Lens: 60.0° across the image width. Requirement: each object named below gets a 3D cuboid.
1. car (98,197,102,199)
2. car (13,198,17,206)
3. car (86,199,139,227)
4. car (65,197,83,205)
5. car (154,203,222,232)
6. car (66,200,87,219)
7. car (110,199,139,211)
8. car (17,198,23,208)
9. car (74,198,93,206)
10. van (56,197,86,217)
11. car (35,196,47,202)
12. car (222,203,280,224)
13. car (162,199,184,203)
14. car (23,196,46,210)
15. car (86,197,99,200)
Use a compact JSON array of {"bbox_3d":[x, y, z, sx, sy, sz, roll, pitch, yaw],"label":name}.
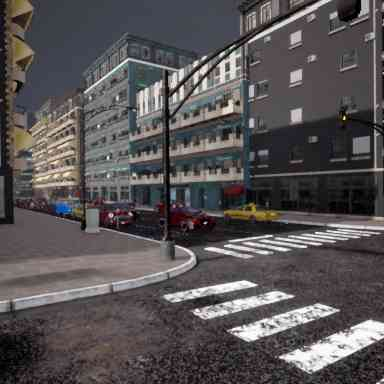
[{"bbox_3d":[-15.048,1.502,51.357,1.967,1.590,4.097,-1,1,-36],"label":"car"},{"bbox_3d":[-31.513,1.782,60.003,1.887,1.381,4.507,-1,1,-36],"label":"car"},{"bbox_3d":[-5.791,1.553,23.968,1.967,1.590,4.097,-1,1,-36],"label":"car"},{"bbox_3d":[-21.477,1.645,60.366,2.008,1.369,4.403,-1,1,-36],"label":"car"},{"bbox_3d":[-0.391,1.623,20.865,1.994,1.385,4.181,-1,1,-36],"label":"car"},{"bbox_3d":[-8.906,1.652,28.334,1.752,1.417,4.829,-1,1,-36],"label":"car"},{"bbox_3d":[-8.615,1.581,42.349,2.008,1.369,4.403,-1,1,-36],"label":"car"},{"bbox_3d":[-25.082,1.769,50.994,1.947,1.339,4.313,-1,1,-36],"label":"car"},{"bbox_3d":[-18.262,1.643,55.862,1.947,1.339,4.313,-1,1,-36],"label":"car"},{"bbox_3d":[-12.223,1.483,32.975,1.690,1.788,3.998,-1,1,-36],"label":"van"},{"bbox_3d":[-37.555,1.728,82.888,1.887,1.381,4.507,-1,1,-36],"label":"car"},{"bbox_3d":[4.148,1.498,24.471,1.752,1.417,4.829,-1,1,-36],"label":"car"},{"bbox_3d":[-2.186,1.441,33.340,1.967,1.590,4.097,-1,1,-36],"label":"car"},{"bbox_3d":[-21.868,1.628,46.489,1.967,1.590,4.097,-1,1,-36],"label":"car"},{"bbox_3d":[-12.625,1.620,38.024,1.837,1.490,4.892,-1,0,-35],"label":"car"}]
